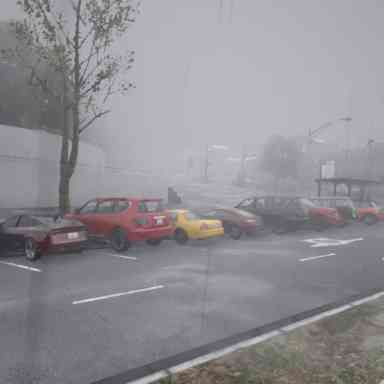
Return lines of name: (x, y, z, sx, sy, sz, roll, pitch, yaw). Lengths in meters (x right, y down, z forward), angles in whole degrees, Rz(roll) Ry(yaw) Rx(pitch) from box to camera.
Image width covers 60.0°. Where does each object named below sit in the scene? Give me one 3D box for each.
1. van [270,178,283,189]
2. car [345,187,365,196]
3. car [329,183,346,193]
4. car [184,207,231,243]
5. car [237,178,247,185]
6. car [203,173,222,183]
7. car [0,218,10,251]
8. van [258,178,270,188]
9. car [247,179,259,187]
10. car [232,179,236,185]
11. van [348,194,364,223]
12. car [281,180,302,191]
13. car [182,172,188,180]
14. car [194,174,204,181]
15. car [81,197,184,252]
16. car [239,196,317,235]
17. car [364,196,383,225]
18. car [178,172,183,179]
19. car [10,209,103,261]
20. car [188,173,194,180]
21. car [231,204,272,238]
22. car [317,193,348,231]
van: (17.591, -1.491, 65.171, 1.878, 1.987, 4.442, 7, 4, 35)
car: (26.259, 0.136, 52.955, 2.002, 1.452, 4.674, 7, 3, 35)
car: (24.567, -0.427, 55.426, 2.435, 2.045, 5.566, 7, 3, 35)
car: (-1.108, 1.502, 15.938, 5.366, 1.575, 1.946, -1, -1, 35)
car: (12.453, -2.044, 72.691, 2.002, 1.452, 4.674, 7, 4, 35)
car: (5.600, -3.176, 82.660, 1.946, 1.575, 5.366, 7, 3, 34)
car: (-8.290, 1.493, 10.615, 4.892, 1.521, 2.231, -1, -1, 34)
van: (15.861, -1.765, 67.641, 1.878, 1.987, 4.442, 7, 4, 35)
car: (14.285, -1.813, 70.372, 1.946, 1.575, 5.366, 7, 3, 35)
car: (10.709, -2.318, 75.153, 2.002, 1.452, 4.674, 7, 3, 35)
van: (8.974, 1.296, 22.703, 4.442, 1.987, 1.878, -1, -1, 35)
car: (19.352, -0.993, 62.810, 2.231, 1.521, 4.892, 7, 3, 35)
car: (0.221, -4.085, 89.853, 2.185, 1.767, 4.553, 4, 1, 33)
car: (3.748, -3.699, 84.919, 2.435, 2.045, 5.566, 7, 3, 34)
car: (-3.427, 1.247, 14.109, 5.566, 2.045, 2.435, -1, -1, 34)
car: (3.924, 1.262, 19.326, 5.566, 2.045, 2.435, -1, -1, 35)
car: (11.382, 1.402, 24.455, 4.553, 1.767, 2.185, -1, -1, 35)
car: (-1.551, -4.362, 92.200, 2.435, 2.045, 5.566, 1, -1, 34)
car: (-5.871, 1.523, 12.363, 4.792, 1.488, 2.163, -1, -1, 35)
car: (1.953, -3.851, 87.384, 2.185, 1.767, 4.553, 6, 3, 34)
car: (1.498, 1.548, 17.567, 4.674, 1.452, 2.002, -1, -1, 35)
car: (6.437, 1.266, 21.032, 5.566, 2.045, 2.435, -1, -1, 35)
